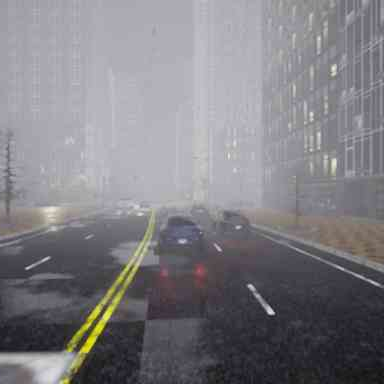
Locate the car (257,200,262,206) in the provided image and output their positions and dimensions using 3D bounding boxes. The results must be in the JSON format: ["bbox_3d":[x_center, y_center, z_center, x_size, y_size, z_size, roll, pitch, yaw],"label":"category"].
[{"bbox_3d":[14.958,2.532,77.728,4.829,1.417,1.752,0,0,-5],"label":"car"}]

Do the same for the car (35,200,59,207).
[{"bbox_3d":[-28.526,2.282,65.369,4.313,1.339,1.947,0,0,-5],"label":"car"}]

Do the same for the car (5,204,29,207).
[{"bbox_3d":[-34.193,2.255,64.909,4.206,1.307,1.802,0,0,-5],"label":"car"}]

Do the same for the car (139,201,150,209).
[{"bbox_3d":[-8.123,2.247,57.418,2.033,1.411,5.357,0,-1,-6],"label":"car"}]

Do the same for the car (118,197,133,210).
[{"bbox_3d":[-11.356,1.930,57.089,2.150,2.045,5.566,0,-1,-6],"label":"car"}]

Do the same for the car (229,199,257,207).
[{"bbox_3d":[10.244,2.316,68.904,5.009,1.841,2.192,0,0,-5],"label":"car"}]

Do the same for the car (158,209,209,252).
[{"bbox_3d":[-0.511,1.710,14.815,1.812,1.442,4.674,0,-1,-4],"label":"car"}]

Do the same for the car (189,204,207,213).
[{"bbox_3d":[0.689,2.006,36.768,1.994,1.385,4.181,0,-1,-6],"label":"car"}]

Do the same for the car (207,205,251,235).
[{"bbox_3d":[2.310,1.770,20.368,1.812,1.442,4.674,0,-1,-5],"label":"car"}]

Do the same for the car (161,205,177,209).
[{"bbox_3d":[-2.437,2.036,35.440,1.895,1.301,4.718,0,-1,-6],"label":"car"}]
